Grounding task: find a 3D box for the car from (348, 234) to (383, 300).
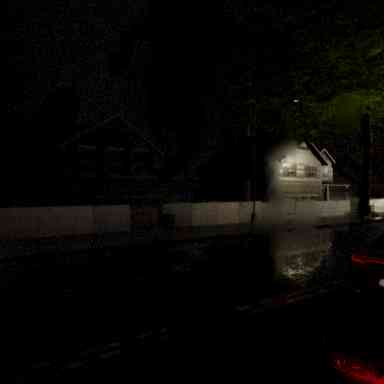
[{"bbox_3d":[5.474,1.475,7.348,5.008,1.535,1.882,0,0,-36],"label":"car"}]
